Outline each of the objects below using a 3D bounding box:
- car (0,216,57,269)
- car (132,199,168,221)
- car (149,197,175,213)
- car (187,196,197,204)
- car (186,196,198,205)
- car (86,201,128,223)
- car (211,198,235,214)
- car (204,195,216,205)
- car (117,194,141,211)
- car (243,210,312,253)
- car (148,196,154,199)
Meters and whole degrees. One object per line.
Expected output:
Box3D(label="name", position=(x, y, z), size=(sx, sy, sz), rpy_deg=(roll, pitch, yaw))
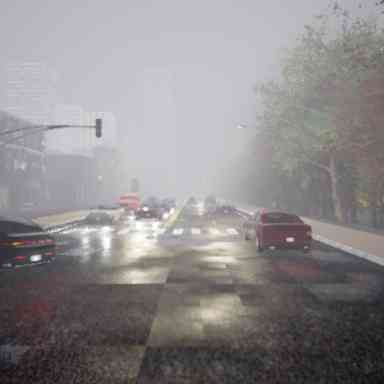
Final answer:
Box3D(label="car", position=(-6.170, 1.506, 10.203), size=(4.892, 1.490, 1.837), rpy_deg=(0, -2, 34))
Box3D(label="car", position=(-3.342, 1.563, 27.287), size=(1.994, 1.385, 4.181), rpy_deg=(0, 0, 0))
Box3D(label="car", position=(-3.327, 1.562, 36.805), size=(1.994, 1.385, 4.181), rpy_deg=(0, 0, 0))
Box3D(label="car", position=(-0.004, 1.564, 67.163), size=(1.994, 1.385, 4.181), rpy_deg=(0, 0, 0))
Box3D(label="car", position=(-0.004, 1.521, 57.159), size=(1.812, 1.442, 4.674), rpy_deg=(0, 0, 0))
Box3D(label="car", position=(-6.607, 1.600, 25.643), size=(1.895, 1.301, 4.718), rpy_deg=(0, 0, 1))
Box3D(label="car", position=(3.350, 1.599, 34.892), size=(1.895, 1.301, 4.718), rpy_deg=(0, 0, 0))
Box3D(label="car", position=(3.277, 1.345, 60.092), size=(2.097, 1.767, 4.553), rpy_deg=(0, 0, 1))
Box3D(label="car", position=(-6.583, 1.220, 35.185), size=(2.150, 2.045, 5.566), rpy_deg=(0, 0, 0))
Box3D(label="car", position=(3.350, 1.478, 13.821), size=(1.882, 1.535, 5.008), rpy_deg=(0, 0, 0))
Box3D(label="car", position=(-6.512, 1.598, 44.991), size=(1.895, 1.301, 4.718), rpy_deg=(0, 0, 0))
